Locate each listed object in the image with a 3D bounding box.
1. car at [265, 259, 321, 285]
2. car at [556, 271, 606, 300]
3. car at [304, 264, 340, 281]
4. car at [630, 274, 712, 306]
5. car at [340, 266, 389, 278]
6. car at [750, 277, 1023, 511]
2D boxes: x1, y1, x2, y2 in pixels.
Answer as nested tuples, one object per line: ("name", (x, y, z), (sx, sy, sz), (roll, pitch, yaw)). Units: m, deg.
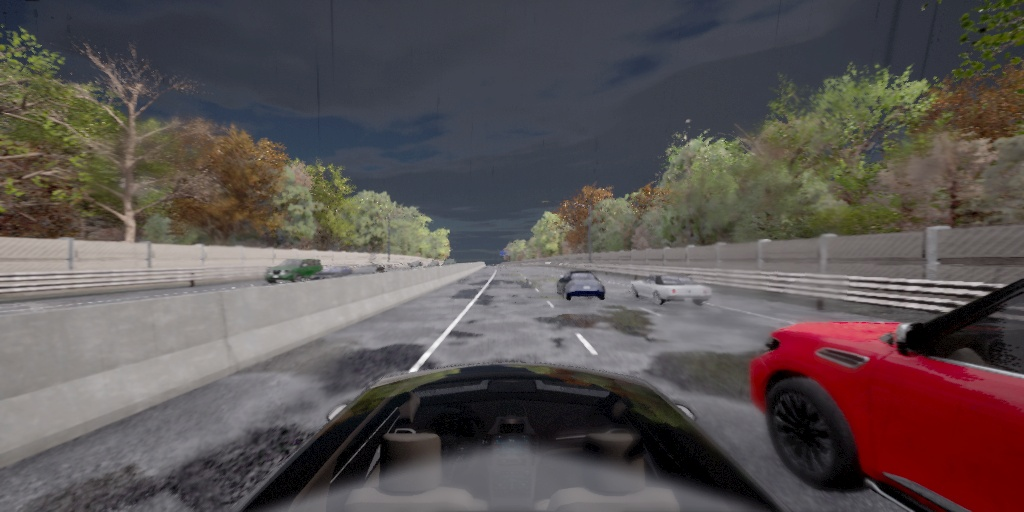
("car", (-17.818, 1.232, 29.754), (2.150, 2.045, 5.566), (0, -1, -1))
("car", (3.507, 1.465, 18.895), (1.994, 1.385, 4.181), (0, -1, -1))
("car", (-14.314, 1.552, 29.368), (2.033, 1.411, 5.357), (0, -1, -1))
("car", (7.031, 1.479, 16.533), (1.895, 1.301, 4.718), (0, -1, 0))
("car", (-10.788, 1.488, 27.205), (1.837, 1.490, 4.892), (0, 0, -1))
("car", (3.595, 0.966, 1.419), (2.150, 2.045, 5.566), (0, -1, 0))
